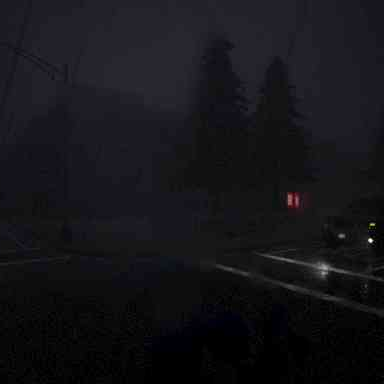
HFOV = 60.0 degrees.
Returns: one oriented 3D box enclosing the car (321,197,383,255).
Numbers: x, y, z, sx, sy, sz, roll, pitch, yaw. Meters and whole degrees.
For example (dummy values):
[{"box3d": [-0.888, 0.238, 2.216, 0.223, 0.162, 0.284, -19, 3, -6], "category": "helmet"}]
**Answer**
[{"box3d": [7.665, 1.248, 13.763, 5.566, 2.045, 2.150, 0, 0, -37], "category": "car"}]
